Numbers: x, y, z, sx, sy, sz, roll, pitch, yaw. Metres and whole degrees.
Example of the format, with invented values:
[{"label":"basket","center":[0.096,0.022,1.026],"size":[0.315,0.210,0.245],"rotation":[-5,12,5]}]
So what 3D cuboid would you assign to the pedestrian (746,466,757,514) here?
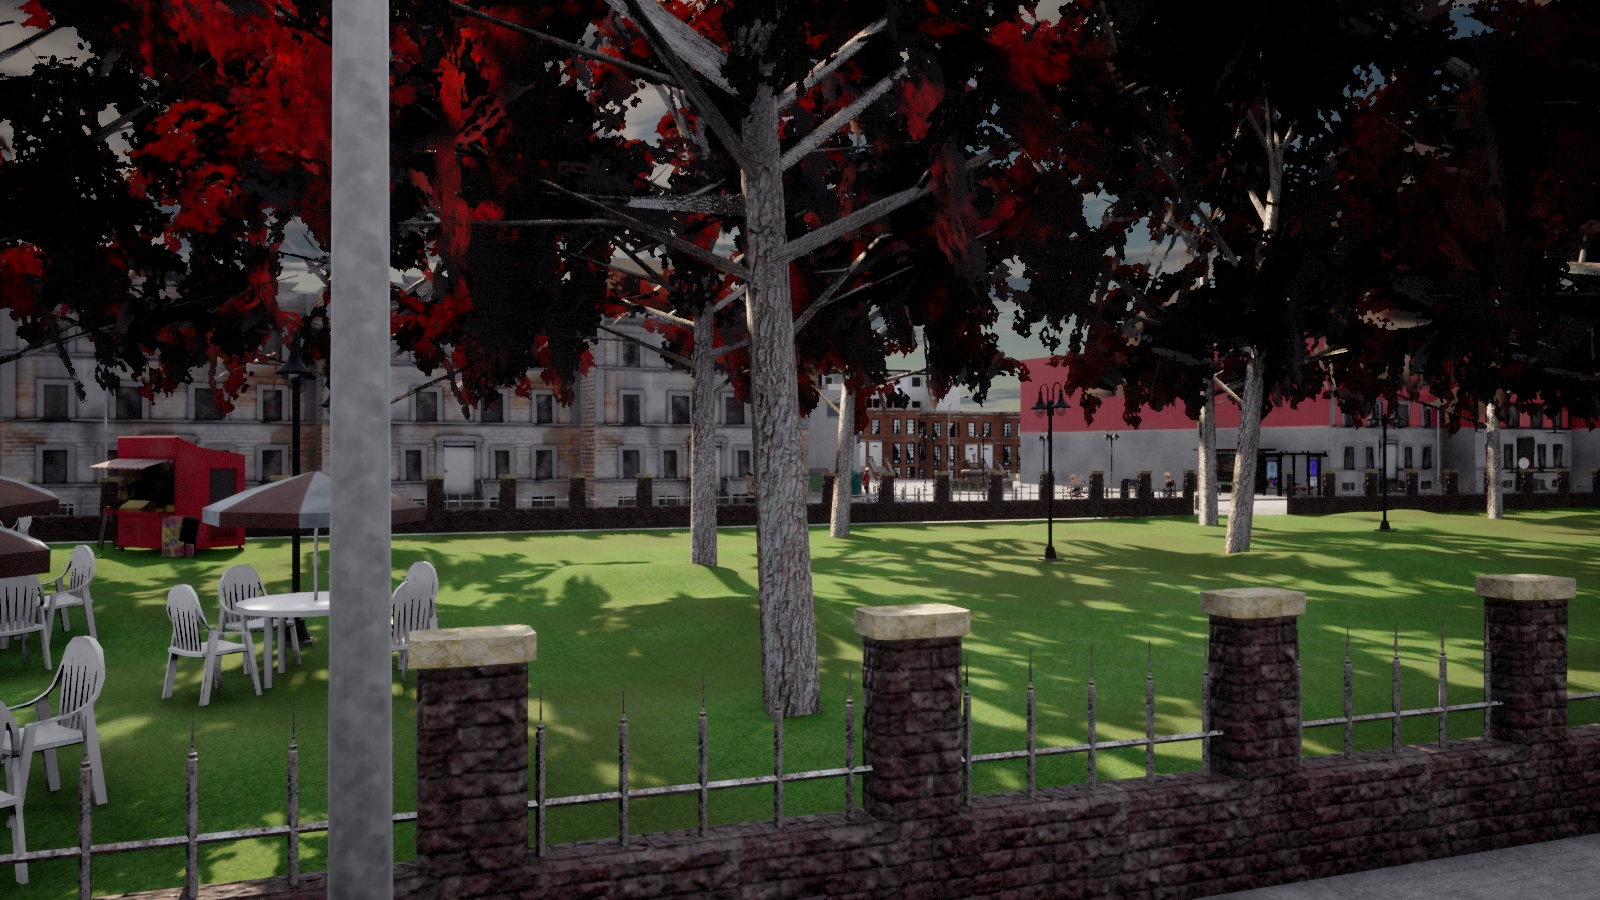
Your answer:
[{"label":"pedestrian","center":[-1.849,1.528,43.790],"size":[0.375,1.860,0.375],"rotation":[0,0,4]}]

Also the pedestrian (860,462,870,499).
[{"label":"pedestrian","center":[3.259,1.534,57.408],"size":[0.375,1.860,0.375],"rotation":[0,0,-18]}]

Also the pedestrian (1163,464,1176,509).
[{"label":"pedestrian","center":[15.630,1.538,48.343],"size":[0.375,1.860,0.375],"rotation":[0,0,-18]}]
